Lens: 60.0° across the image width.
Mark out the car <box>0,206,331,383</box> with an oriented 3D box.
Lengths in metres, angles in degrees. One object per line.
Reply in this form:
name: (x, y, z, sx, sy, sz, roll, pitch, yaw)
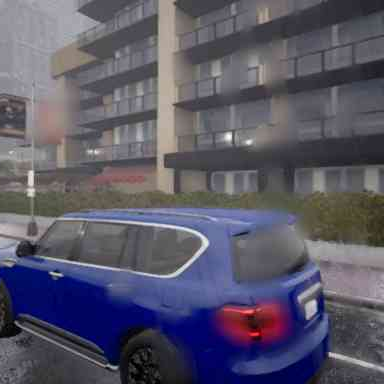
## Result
car: (-0.963, 1.229, 4.878, 5.566, 2.045, 2.150, 0, 0, 37)
